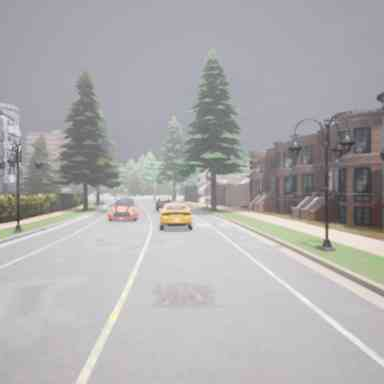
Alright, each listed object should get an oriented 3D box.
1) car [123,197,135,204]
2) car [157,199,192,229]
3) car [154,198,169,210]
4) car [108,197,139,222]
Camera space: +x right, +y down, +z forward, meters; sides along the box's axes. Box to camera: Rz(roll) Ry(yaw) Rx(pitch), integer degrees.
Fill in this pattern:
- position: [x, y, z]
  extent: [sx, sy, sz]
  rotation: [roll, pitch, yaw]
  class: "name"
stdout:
- position: [-12.620, 1.622, 66.555]
  extent: [1.895, 1.301, 4.718]
  rotation: [0, 0, -15]
  class: "car"
- position: [-1.087, 1.446, 21.308]
  extent: [1.882, 1.535, 5.008]
  rotation: [0, 0, -5]
  class: "car"
- position: [-3.395, 1.440, 39.763]
  extent: [2.128, 1.511, 4.902]
  rotation: [0, 0, -9]
  class: "car"
- position: [-5.292, 1.335, 26.118]
  extent: [2.097, 1.767, 4.553]
  rotation: [0, 0, -6]
  class: "car"
